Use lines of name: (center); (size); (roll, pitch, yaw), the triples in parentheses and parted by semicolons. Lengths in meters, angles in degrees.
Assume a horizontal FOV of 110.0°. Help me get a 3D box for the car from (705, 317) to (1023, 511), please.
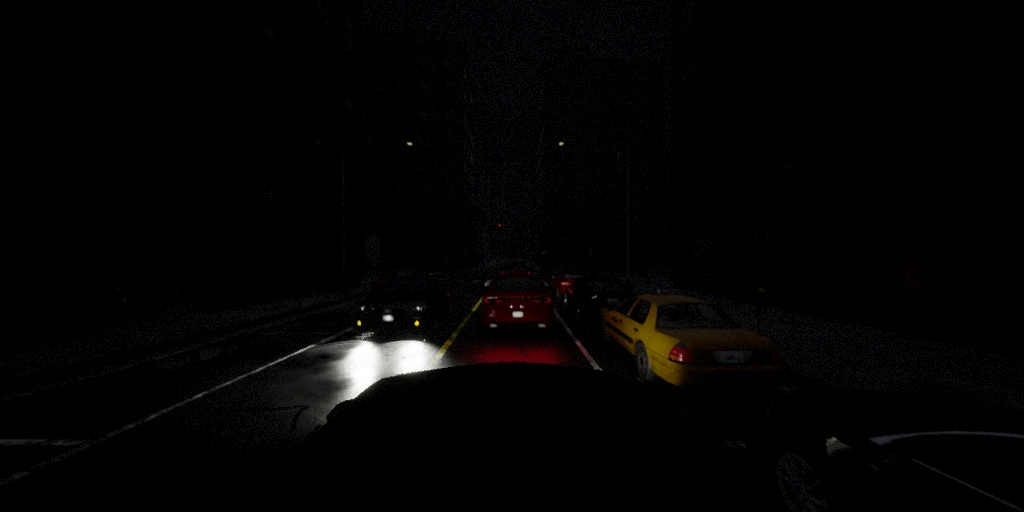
car: (2.867, 1.299, 1.239); (2.007, 1.370, 4.403); (0, 0, 0)

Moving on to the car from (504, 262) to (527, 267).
car: (0.208, 1.152, 22.932); (2.097, 1.767, 4.553); (0, 0, 0)

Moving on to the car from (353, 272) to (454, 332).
car: (-3.007, 1.336, 10.746); (1.994, 1.385, 4.181); (0, 0, 1)

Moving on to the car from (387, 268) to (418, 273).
car: (-5.586, 1.333, 18.040); (1.888, 1.381, 4.507); (0, 0, 0)

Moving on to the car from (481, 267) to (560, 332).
car: (0.144, 1.250, 10.957); (1.882, 1.535, 5.008); (0, 0, 0)

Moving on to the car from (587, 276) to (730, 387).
car: (2.899, 1.288, 6.994); (1.751, 1.417, 4.829); (0, 0, 0)

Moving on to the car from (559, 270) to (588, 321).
car: (2.928, 1.341, 12.411); (1.948, 1.339, 4.313); (0, 0, 0)
